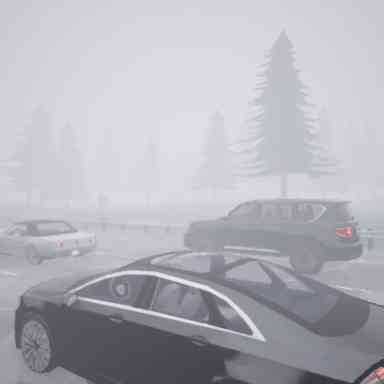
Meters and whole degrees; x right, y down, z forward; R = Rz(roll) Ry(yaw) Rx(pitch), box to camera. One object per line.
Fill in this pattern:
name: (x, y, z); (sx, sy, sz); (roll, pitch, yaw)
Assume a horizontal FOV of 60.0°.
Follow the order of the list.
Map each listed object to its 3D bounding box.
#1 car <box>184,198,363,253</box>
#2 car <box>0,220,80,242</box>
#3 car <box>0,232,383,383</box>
car: (2.389, 1.228, 10.730); (5.566, 2.045, 2.150); (0, 0, 34)
car: (-5.580, 1.648, 11.751); (4.718, 1.301, 1.895); (0, 0, 32)
car: (-0.223, 1.499, 4.024); (4.902, 1.511, 2.128); (0, 0, 35)
